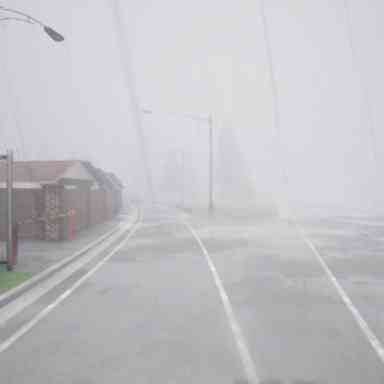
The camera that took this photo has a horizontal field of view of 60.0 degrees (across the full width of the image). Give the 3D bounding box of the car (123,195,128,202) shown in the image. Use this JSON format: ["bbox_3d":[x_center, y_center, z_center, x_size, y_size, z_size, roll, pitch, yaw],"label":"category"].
[{"bbox_3d":[-15.064,1.453,79.398,2.097,1.767,4.553,0,0,-22],"label":"car"}]

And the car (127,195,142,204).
[{"bbox_3d":[-11.723,1.698,69.870,1.882,1.535,5.008,0,0,-19],"label":"car"}]
